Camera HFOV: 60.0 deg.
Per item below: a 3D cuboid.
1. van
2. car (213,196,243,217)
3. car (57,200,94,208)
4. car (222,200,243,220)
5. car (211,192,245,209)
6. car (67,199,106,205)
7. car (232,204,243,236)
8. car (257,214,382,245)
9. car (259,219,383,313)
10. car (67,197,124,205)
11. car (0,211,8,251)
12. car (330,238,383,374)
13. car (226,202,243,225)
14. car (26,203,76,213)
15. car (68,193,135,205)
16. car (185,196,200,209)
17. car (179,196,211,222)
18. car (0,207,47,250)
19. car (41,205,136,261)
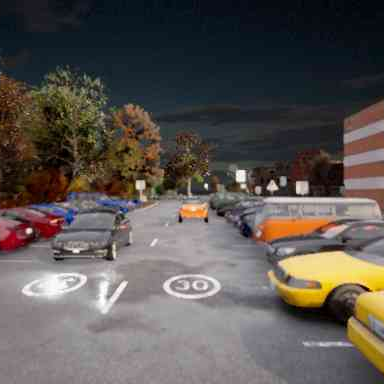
[{"bbox_3d":[4.295,1.190,12.035,4.442,1.987,1.878,0,0,0],"label":"van"},{"bbox_3d":[4.414,1.338,26.165,5.008,1.535,2.097,0,0,0],"label":"car"},{"bbox_3d":[-8.153,1.387,17.606,5.008,1.535,2.097,0,0,0],"label":"car"},{"bbox_3d":[4.412,1.411,20.514,4.674,1.452,2.002,0,0,0],"label":"car"},{"bbox_3d":[4.435,1.050,31.815,5.566,2.045,2.435,0,0,0],"label":"car"},{"bbox_3d":[-8.155,1.373,20.430,4.892,1.521,2.231,0,0,0],"label":"car"},{"bbox_3d":[4.440,1.430,14.862,4.792,1.488,2.163,0,0,0],"label":"car"},{"bbox_3d":[4.415,1.471,9.211,4.674,1.452,2.002,0,0,0],"label":"car"},{"bbox_3d":[4.228,1.442,6.385,5.366,1.575,1.946,0,0,0],"label":"car"},{"bbox_3d":[-8.171,1.340,26.077,4.892,1.521,2.231,0,0,0],"label":"car"},{"bbox_3d":[-8.160,1.432,9.011,5.008,1.535,2.097,0,0,0],"label":"car"},{"bbox_3d":[4.599,1.457,3.560,5.366,1.575,1.946,0,0,0],"label":"car"},{"bbox_3d":[4.408,1.426,17.688,4.674,1.452,2.002,0,0,0],"label":"car"},{"bbox_3d":[-8.152,1.401,14.783,5.008,1.535,2.097,0,0,0],"label":"car"},{"bbox_3d":[-8.137,1.071,28.775,5.566,2.045,2.435,0,0,0],"label":"car"},{"bbox_3d":[0.089,1.273,41.483,1.812,1.442,4.674,0,1,0],"label":"car"},{"bbox_3d":[0.093,1.215,25.282,2.097,1.767,4.553,0,0,0],"label":"car"},{"bbox_3d":[-8.186,1.446,11.959,4.792,1.488,2.163,0,0,0],"label":"car"},{"bbox_3d":[-3.354,1.441,12.039,1.837,1.490,4.892,0,0,0],"label":"car"}]
